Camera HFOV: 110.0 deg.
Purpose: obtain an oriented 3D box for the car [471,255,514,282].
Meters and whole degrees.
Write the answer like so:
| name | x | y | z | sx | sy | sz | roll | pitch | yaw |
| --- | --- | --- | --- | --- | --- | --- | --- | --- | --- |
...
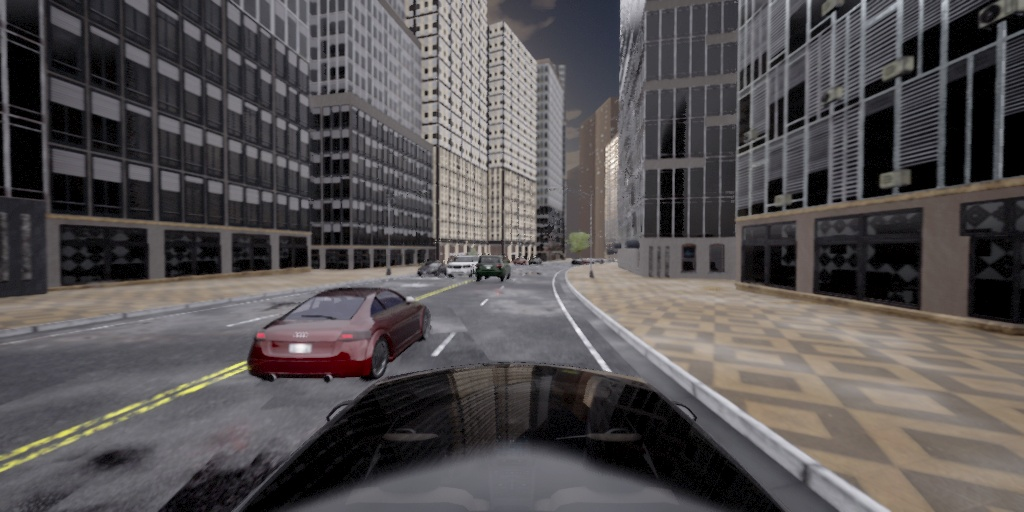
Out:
| name | x | y | z | sx | sy | sz | roll | pitch | yaw |
| --- | --- | --- | --- | --- | --- | --- | --- | --- | --- |
| car | -1.427 | 0.952 | 28.974 | 2.150 | 2.045 | 5.566 | 0 | 0 | 7 |

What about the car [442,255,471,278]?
| name | x | y | z | sx | sy | sz | roll | pitch | yaw |
| --- | --- | --- | --- | --- | --- | --- | --- | --- | --- |
| car | -4.323 | 0.936 | 33.387 | 2.150 | 2.045 | 5.566 | 0 | 0 | 8 |

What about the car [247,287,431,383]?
| name | x | y | z | sx | sy | sz | roll | pitch | yaw |
| --- | --- | --- | --- | --- | --- | --- | --- | --- | --- |
| car | -3.010 | 1.300 | 7.189 | 1.994 | 1.385 | 4.181 | 0 | 0 | 1 |

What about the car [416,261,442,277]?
| name | x | y | z | sx | sy | sz | roll | pitch | yaw |
| --- | --- | --- | --- | --- | --- | --- | --- | --- | --- |
| car | -7.470 | 1.220 | 34.266 | 1.812 | 1.442 | 4.674 | 0 | 0 | 8 |
